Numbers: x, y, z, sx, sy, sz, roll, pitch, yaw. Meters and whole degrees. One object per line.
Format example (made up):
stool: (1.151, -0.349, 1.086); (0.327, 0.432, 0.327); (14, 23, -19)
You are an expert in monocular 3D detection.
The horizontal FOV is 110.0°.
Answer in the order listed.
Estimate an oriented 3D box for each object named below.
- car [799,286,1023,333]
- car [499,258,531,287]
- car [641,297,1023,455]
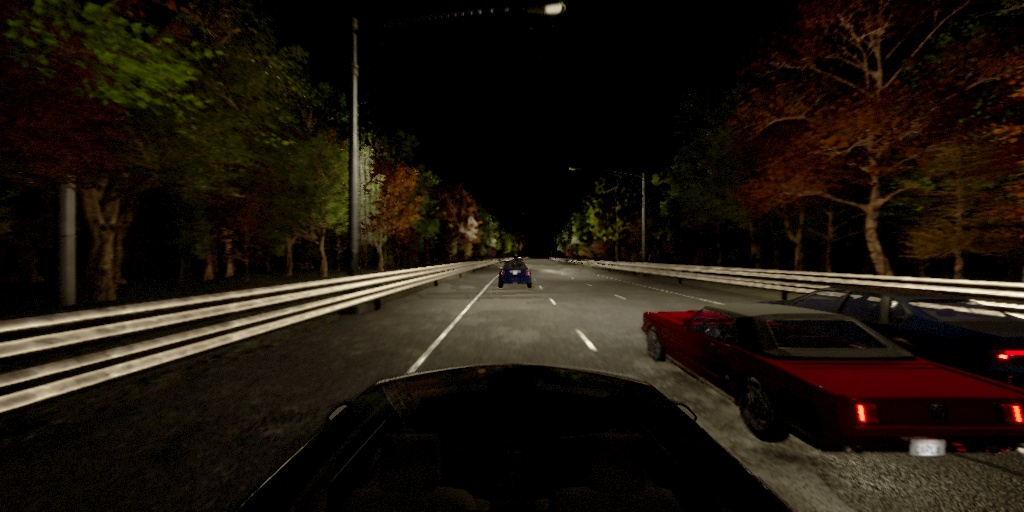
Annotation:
car: (7.071, 1.309, 7.055); (2.033, 1.411, 5.357); (0, 0, 0)
car: (0.214, 1.118, 24.561); (2.097, 1.767, 4.553); (0, 0, 1)
car: (3.578, 1.358, 5.297); (1.895, 1.301, 4.718); (0, 0, 0)
